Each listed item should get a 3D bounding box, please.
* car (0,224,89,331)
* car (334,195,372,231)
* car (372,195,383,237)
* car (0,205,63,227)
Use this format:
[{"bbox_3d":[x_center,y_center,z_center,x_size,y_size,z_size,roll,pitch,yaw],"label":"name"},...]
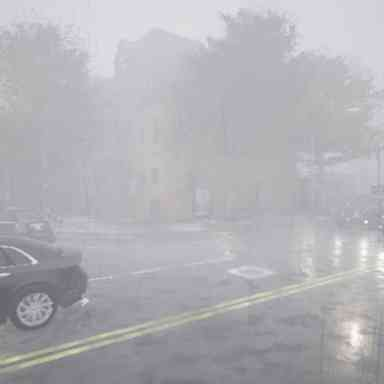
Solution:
[{"bbox_3d":[-4.192,1.505,5.301,4.892,1.490,1.837,0,0,-36],"label":"car"},{"bbox_3d":[11.118,1.203,20.515,5.566,2.045,2.150,0,0,-35],"label":"car"},{"bbox_3d":[11.530,1.206,16.515,5.566,2.045,2.150,0,0,-35],"label":"car"},{"bbox_3d":[-7.710,1.350,12.817,4.553,1.767,2.097,0,0,15],"label":"car"}]
